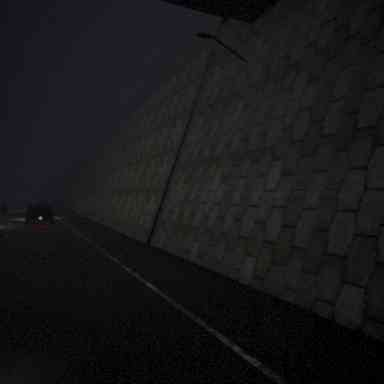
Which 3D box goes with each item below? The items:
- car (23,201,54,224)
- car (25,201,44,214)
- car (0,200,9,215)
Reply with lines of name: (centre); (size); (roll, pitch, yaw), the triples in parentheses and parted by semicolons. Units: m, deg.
car: (-11.798, 1.590, 25.635); (1.837, 1.490, 4.892); (0, 0, -27)
car: (-18.253, 1.732, 38.372); (1.895, 1.301, 4.718); (0, 0, -27)
car: (-20.576, 1.617, 35.211); (1.882, 1.535, 5.008); (0, 0, -27)
